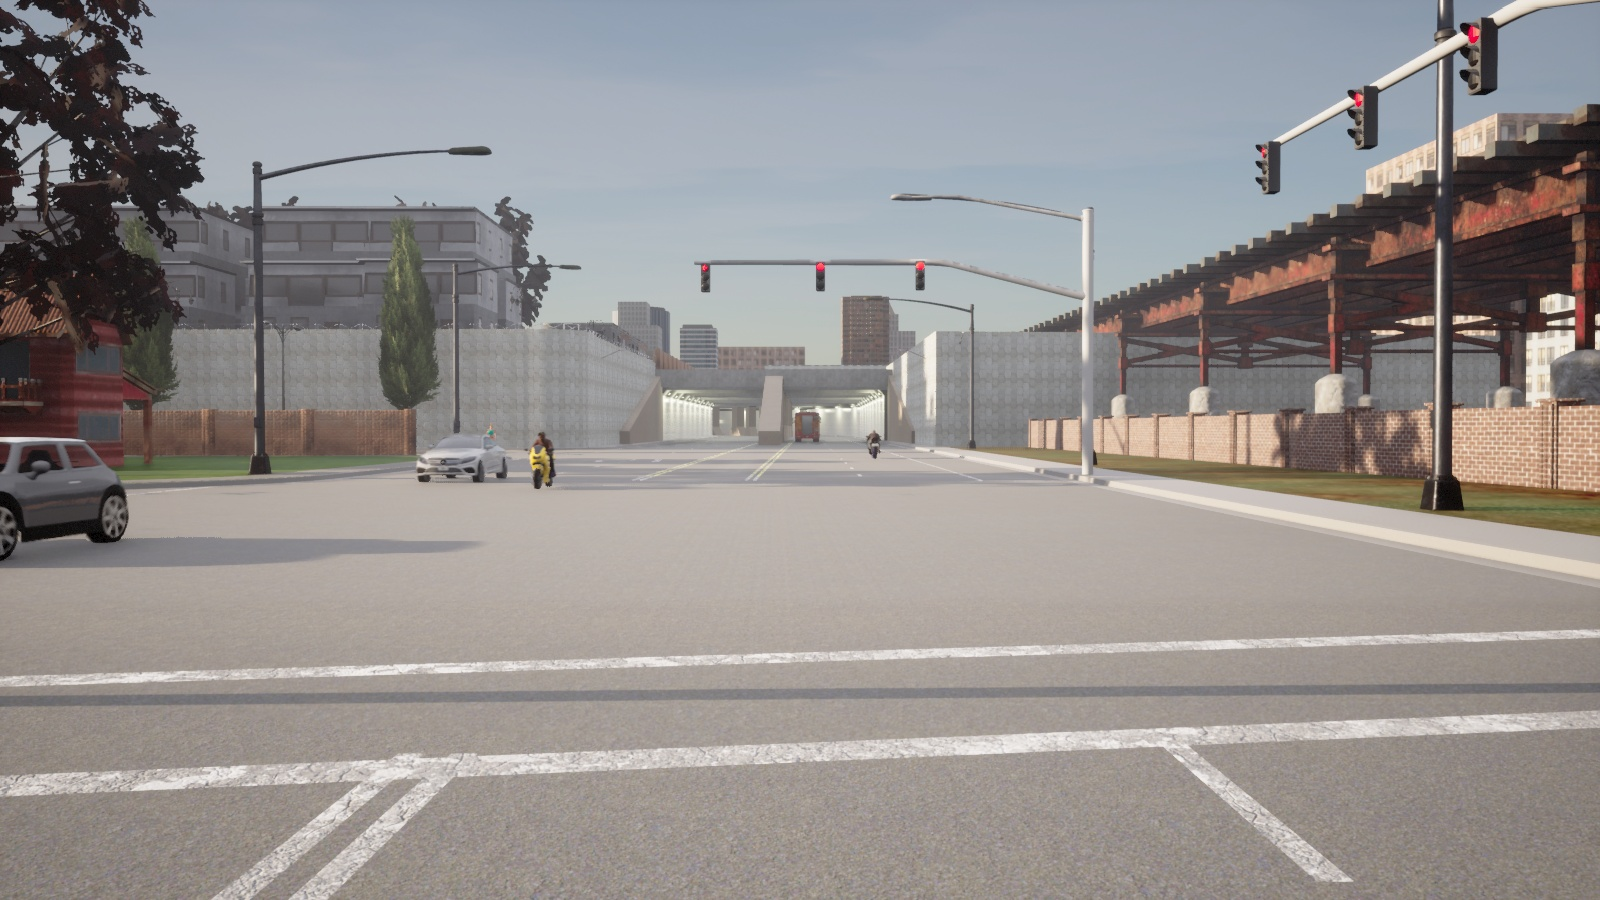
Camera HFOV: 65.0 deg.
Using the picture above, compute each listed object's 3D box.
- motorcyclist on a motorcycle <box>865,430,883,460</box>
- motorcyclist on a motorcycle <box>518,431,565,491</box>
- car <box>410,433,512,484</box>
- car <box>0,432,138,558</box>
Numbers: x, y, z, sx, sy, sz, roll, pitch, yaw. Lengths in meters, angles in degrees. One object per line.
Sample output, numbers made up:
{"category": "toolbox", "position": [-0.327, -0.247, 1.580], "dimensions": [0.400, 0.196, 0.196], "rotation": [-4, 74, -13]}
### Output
{"category": "motorcyclist on a motorcycle", "position": [3.885, -0.264, 66.017], "dimensions": [0.866, 1.530, 2.191], "rotation": [0, 1, 0]}
{"category": "motorcyclist on a motorcycle", "position": [-6.799, 0.258, 33.119], "dimensions": [0.797, 1.523, 2.044], "rotation": [0, 1, 0]}
{"category": "car", "position": [-10.270, 0.208, 38.402], "dimensions": [1.812, 1.442, 4.674], "rotation": [0, 1, 0]}
{"category": "car", "position": [-10.395, 0.516, 15.933], "dimensions": [1.970, 1.475, 3.806], "rotation": [0, 1, 0]}
